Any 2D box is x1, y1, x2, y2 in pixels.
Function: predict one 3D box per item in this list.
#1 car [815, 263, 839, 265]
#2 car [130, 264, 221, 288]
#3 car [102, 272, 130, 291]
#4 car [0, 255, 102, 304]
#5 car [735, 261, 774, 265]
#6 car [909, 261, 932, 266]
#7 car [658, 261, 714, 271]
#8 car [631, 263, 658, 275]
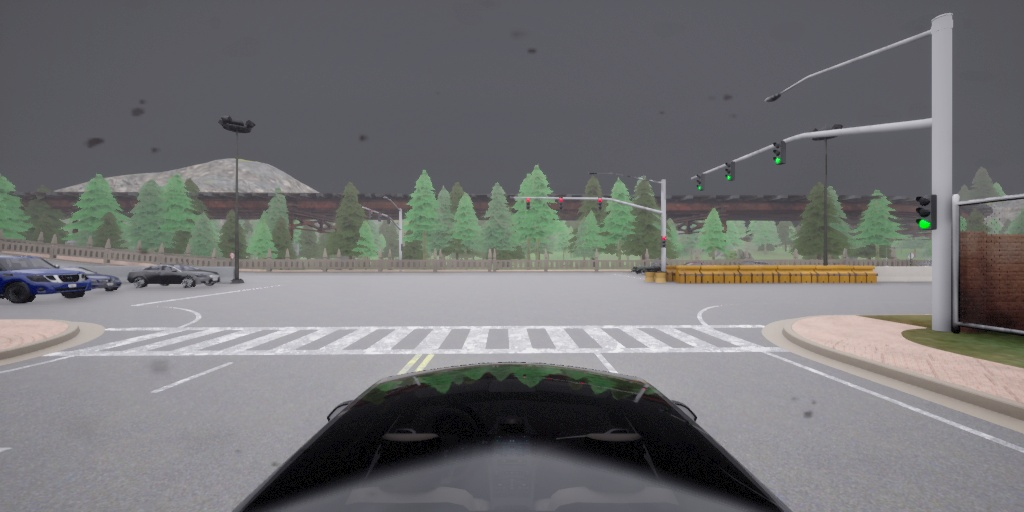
[{"bbox_3d":[27.535,1.314,31.654,4.181,1.385,1.994,0,0,-2],"label":"car"},{"bbox_3d":[-21.493,1.236,22.922,4.902,1.511,2.128,0,0,-2],"label":"car"},{"bbox_3d":[-24.087,1.267,19.340,4.674,1.442,1.812,0,0,-2],"label":"car"},{"bbox_3d":[-22.363,0.967,15.887,5.566,2.045,2.150,0,0,-2],"label":"car"},{"bbox_3d":[25.623,1.242,38.602,4.902,1.511,2.128,0,0,-2],"label":"car"},{"bbox_3d":[46.082,1.243,39.197,4.902,1.511,2.128,0,0,-1],"label":"car"},{"bbox_3d":[15.876,1.228,31.294,5.008,1.535,1.882,0,0,-2],"label":"car"},{"bbox_3d":[15.291,1.351,38.278,4.718,1.301,1.895,0,0,-2],"label":"car"}]
